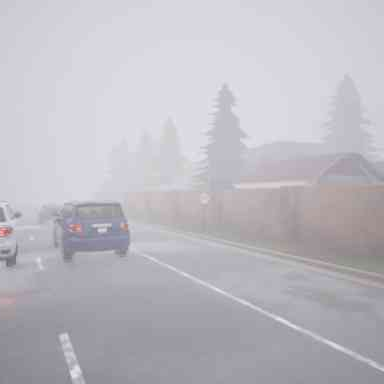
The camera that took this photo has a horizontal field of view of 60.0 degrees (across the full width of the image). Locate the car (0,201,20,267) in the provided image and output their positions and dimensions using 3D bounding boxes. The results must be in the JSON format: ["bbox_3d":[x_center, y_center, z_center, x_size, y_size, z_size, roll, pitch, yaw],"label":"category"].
[{"bbox_3d":[-7.197,1.324,11.391,2.150,2.045,5.566,0,0,-28],"label":"car"}]

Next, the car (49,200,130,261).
[{"bbox_3d":[-4.103,1.323,13.024,2.150,2.045,5.566,0,0,-27],"label":"car"}]

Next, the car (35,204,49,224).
[{"bbox_3d":[-11.625,1.727,27.336,1.837,1.490,4.892,0,0,-27],"label":"car"}]

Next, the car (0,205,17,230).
[{"bbox_3d":[-13.714,1.754,23.750,2.033,1.411,5.357,0,0,-27],"label":"car"}]
